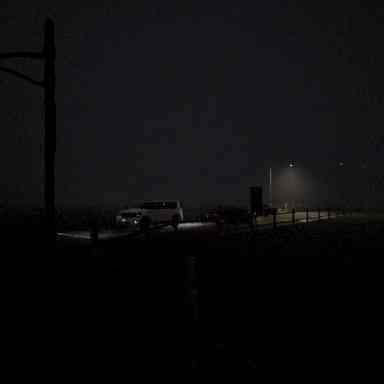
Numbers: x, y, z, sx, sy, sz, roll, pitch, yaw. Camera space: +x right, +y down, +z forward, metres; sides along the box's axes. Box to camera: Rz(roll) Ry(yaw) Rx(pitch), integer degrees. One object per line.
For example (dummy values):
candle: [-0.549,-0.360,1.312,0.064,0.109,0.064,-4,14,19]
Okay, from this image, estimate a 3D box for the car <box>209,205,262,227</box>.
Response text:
car: [3.675,1.997,27.413,1.837,1.490,4.892,0,-1,36]

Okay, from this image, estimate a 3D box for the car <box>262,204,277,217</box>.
car: [8.877,2.266,40.777,2.128,1.511,4.902,0,-1,36]

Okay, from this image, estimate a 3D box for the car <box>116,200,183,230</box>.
car: [-2.964,1.608,24.606,2.150,2.045,5.566,0,-1,36]

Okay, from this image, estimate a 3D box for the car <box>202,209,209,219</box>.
car: [2.849,2.067,32.547,2.128,1.511,4.902,0,-1,36]
